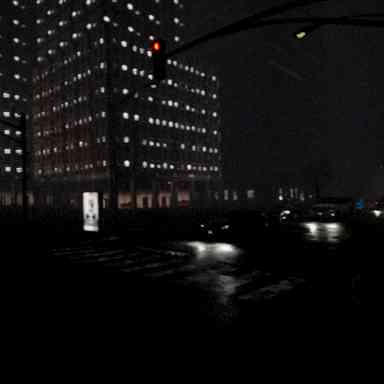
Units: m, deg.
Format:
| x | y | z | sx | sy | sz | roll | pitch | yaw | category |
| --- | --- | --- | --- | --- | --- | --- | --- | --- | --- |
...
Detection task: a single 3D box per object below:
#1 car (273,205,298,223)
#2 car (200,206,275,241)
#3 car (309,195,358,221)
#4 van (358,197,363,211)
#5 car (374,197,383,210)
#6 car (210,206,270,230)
| x | y | z | sx | sy | sz | roll | pitch | yaw | category |
| --- | --- | --- | --- | --- | --- | --- | --- | --- | --- |
| 7.120 | 1.726 | 27.198 | 2.008 | 1.369 | 4.403 | -2 | -2 | 42 | car |
| 2.376 | 1.654 | 17.804 | 1.812 | 1.442 | 4.674 | -1 | -1 | 40 | car |
| 12.090 | 1.339 | 28.660 | 2.150 | 2.045 | 5.566 | -1 | 0 | 42 | car |
| 19.799 | 1.511 | 41.203 | 1.690 | 1.788 | 3.998 | -2 | -2 | 42 | van |
| 25.420 | 1.470 | 43.382 | 2.097 | 1.767 | 4.553 | -1 | -1 | 42 | car |
| 3.403 | 1.728 | 23.050 | 2.008 | 1.369 | 4.403 | -2 | -2 | 42 | car |
